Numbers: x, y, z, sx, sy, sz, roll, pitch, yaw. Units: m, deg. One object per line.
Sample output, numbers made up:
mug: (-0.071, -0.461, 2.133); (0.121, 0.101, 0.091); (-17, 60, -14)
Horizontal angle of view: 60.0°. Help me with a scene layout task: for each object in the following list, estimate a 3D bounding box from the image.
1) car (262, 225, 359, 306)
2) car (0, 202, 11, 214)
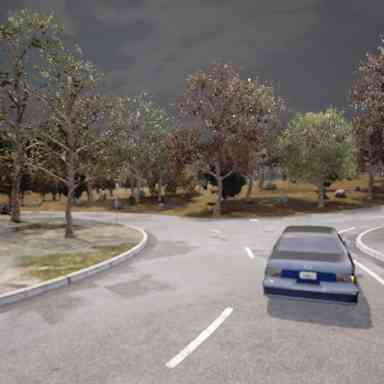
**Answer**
car: (2.965, 1.558, 8.352); (2.033, 1.411, 5.357); (0, 0, 20)
car: (-19.755, 1.529, 31.881); (4.181, 1.385, 1.994); (-1, 0, -5)
